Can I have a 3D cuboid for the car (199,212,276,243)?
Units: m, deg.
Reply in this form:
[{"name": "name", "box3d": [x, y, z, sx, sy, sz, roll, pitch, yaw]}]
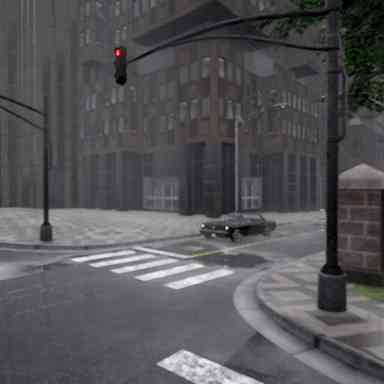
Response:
[{"name": "car", "box3d": [2.483, 1.758, 17.338, 1.895, 1.301, 4.718, 1, 0, 42]}]
